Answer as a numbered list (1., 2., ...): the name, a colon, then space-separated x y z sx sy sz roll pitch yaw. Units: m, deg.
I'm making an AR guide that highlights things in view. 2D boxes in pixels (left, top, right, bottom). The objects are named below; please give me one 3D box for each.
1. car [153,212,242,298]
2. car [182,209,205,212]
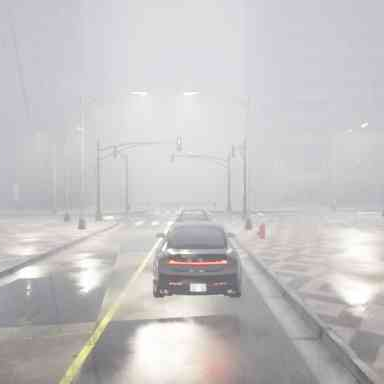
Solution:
1. car: 0.103 1.502 8.510 1.837 1.490 4.892 0 0 0
2. car: 0.066 1.556 17.413 1.994 1.385 4.181 0 0 1
